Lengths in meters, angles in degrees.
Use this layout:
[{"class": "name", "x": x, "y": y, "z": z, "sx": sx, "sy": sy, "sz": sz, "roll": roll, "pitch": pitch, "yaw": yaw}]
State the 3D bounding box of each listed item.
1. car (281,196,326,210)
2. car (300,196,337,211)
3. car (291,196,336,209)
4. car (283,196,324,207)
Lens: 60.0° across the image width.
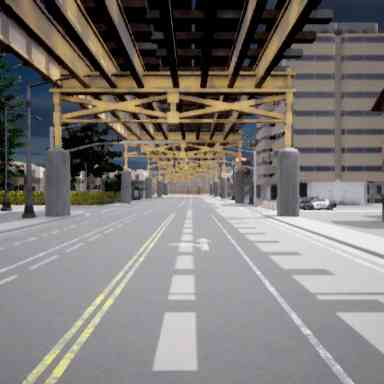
[{"class": "car", "x": 13.589, "y": 1.270, "z": 40.614, "sx": 4.974, "sy": 1.542, "sz": 2.038, "roll": 0, "pitch": 0, "yaw": 25}, {"class": "car", "x": 13.262, "y": 1.288, "z": 36.455, "sx": 4.974, "sy": 1.542, "sz": 2.038, "roll": 0, "pitch": 0, "yaw": -20}, {"class": "car", "x": 13.311, "y": 1.130, "z": 36.473, "sx": 4.536, "sy": 1.218, "sz": 1.853, "roll": 0, "pitch": 0, "yaw": -20}, {"class": "car", "x": 13.636, "y": 1.113, "z": 40.592, "sx": 4.536, "sy": 1.218, "sz": 1.853, "roll": 0, "pitch": 0, "yaw": 25}]
